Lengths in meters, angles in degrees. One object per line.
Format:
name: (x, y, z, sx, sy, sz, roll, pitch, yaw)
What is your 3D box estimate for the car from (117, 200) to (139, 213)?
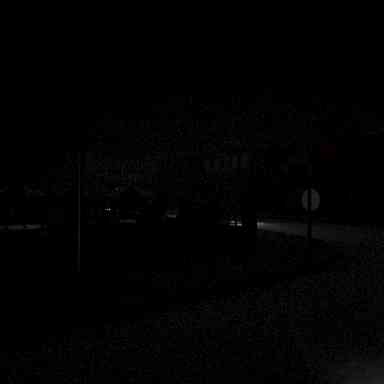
car: (-6.801, 1.548, 37.179, 2.033, 1.411, 5.357, 0, 0, -36)

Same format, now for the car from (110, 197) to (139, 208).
car: (-10.046, 1.547, 48.981, 2.033, 1.411, 5.357, 0, 0, -37)

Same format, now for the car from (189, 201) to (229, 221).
car: (0.911, 1.506, 26.347, 1.837, 1.490, 4.892, 0, 0, -35)

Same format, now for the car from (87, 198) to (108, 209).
car: (-13.001, 1.526, 45.953, 1.812, 1.442, 4.674, 0, 0, -35)
